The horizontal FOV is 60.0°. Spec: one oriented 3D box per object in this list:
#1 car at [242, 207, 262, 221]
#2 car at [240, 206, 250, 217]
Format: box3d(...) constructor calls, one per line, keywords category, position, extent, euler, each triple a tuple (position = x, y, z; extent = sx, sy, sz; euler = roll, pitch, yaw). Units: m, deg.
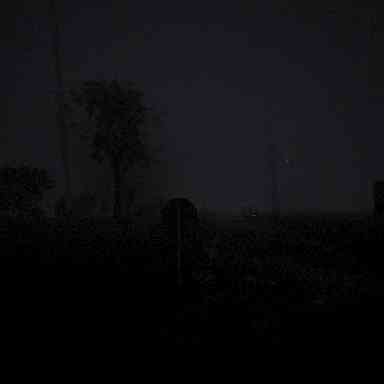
box3d(category="car", position=(7.927, 2.962, 43.399), extent=(1.994, 1.385, 4.181), euler=(0, -2, 6))
box3d(category="car", position=(8.748, 3.046, 52.456), extent=(2.097, 1.767, 4.553), euler=(0, -2, 6))
